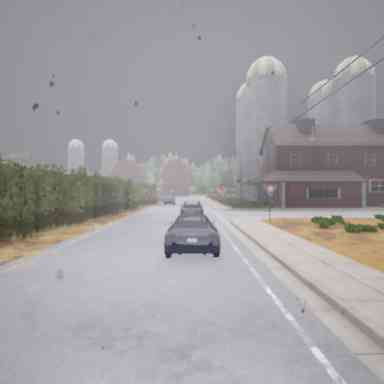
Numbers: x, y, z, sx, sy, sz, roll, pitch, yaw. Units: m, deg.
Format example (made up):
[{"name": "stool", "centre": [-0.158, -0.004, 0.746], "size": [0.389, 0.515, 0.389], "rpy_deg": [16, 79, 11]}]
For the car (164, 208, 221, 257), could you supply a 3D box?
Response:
[{"name": "car", "centre": [0.026, 1.537, 12.823], "size": [1.994, 1.385, 4.181], "rpy_deg": [0, 0, 0]}]

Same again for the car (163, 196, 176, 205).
[{"name": "car", "centre": [-3.602, 1.435, 54.382], "size": [2.033, 1.411, 5.357], "rpy_deg": [0, 0, 1]}]

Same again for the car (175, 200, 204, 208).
[{"name": "car", "centre": [0.011, 1.433, 27.858], "size": [2.128, 1.511, 4.902], "rpy_deg": [0, 0, 0]}]
